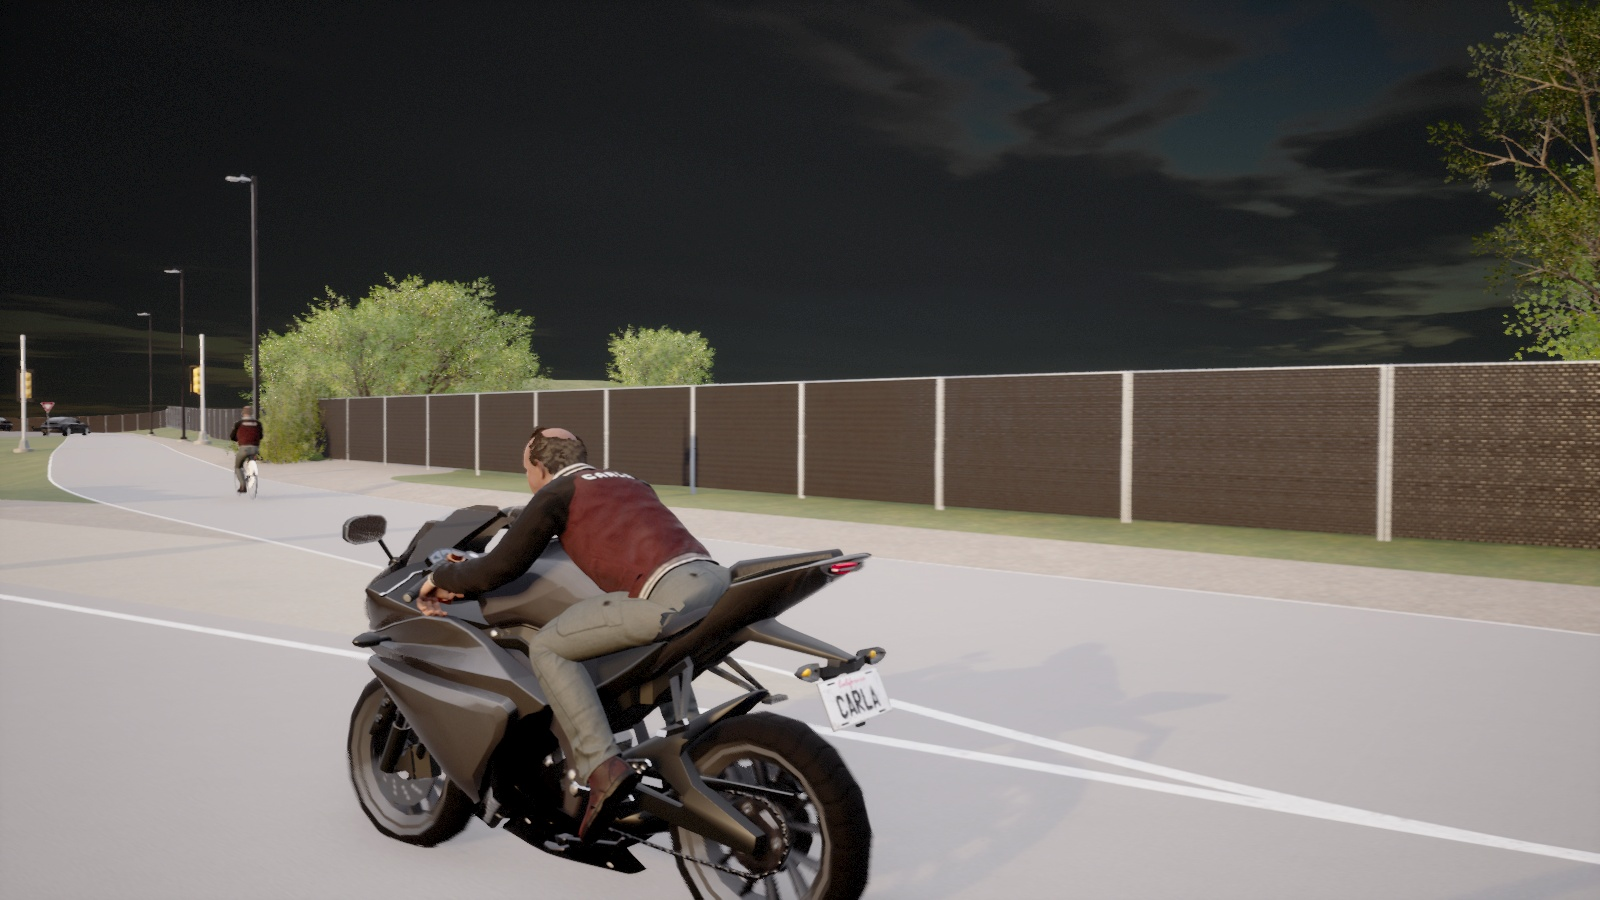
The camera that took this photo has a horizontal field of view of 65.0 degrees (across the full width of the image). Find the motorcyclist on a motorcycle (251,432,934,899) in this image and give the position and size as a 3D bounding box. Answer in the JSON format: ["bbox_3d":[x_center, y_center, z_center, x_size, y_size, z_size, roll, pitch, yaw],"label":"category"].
[{"bbox_3d":[-0.744,0.718,4.119,2.191,1.530,0.866,0,1,34],"label":"motorcyclist on a motorcycle"}]

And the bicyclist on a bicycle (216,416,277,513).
[{"bbox_3d":[-10.553,0.241,23.902,0.659,1.776,1.843,-2,2,-36],"label":"bicyclist on a bicycle"}]
